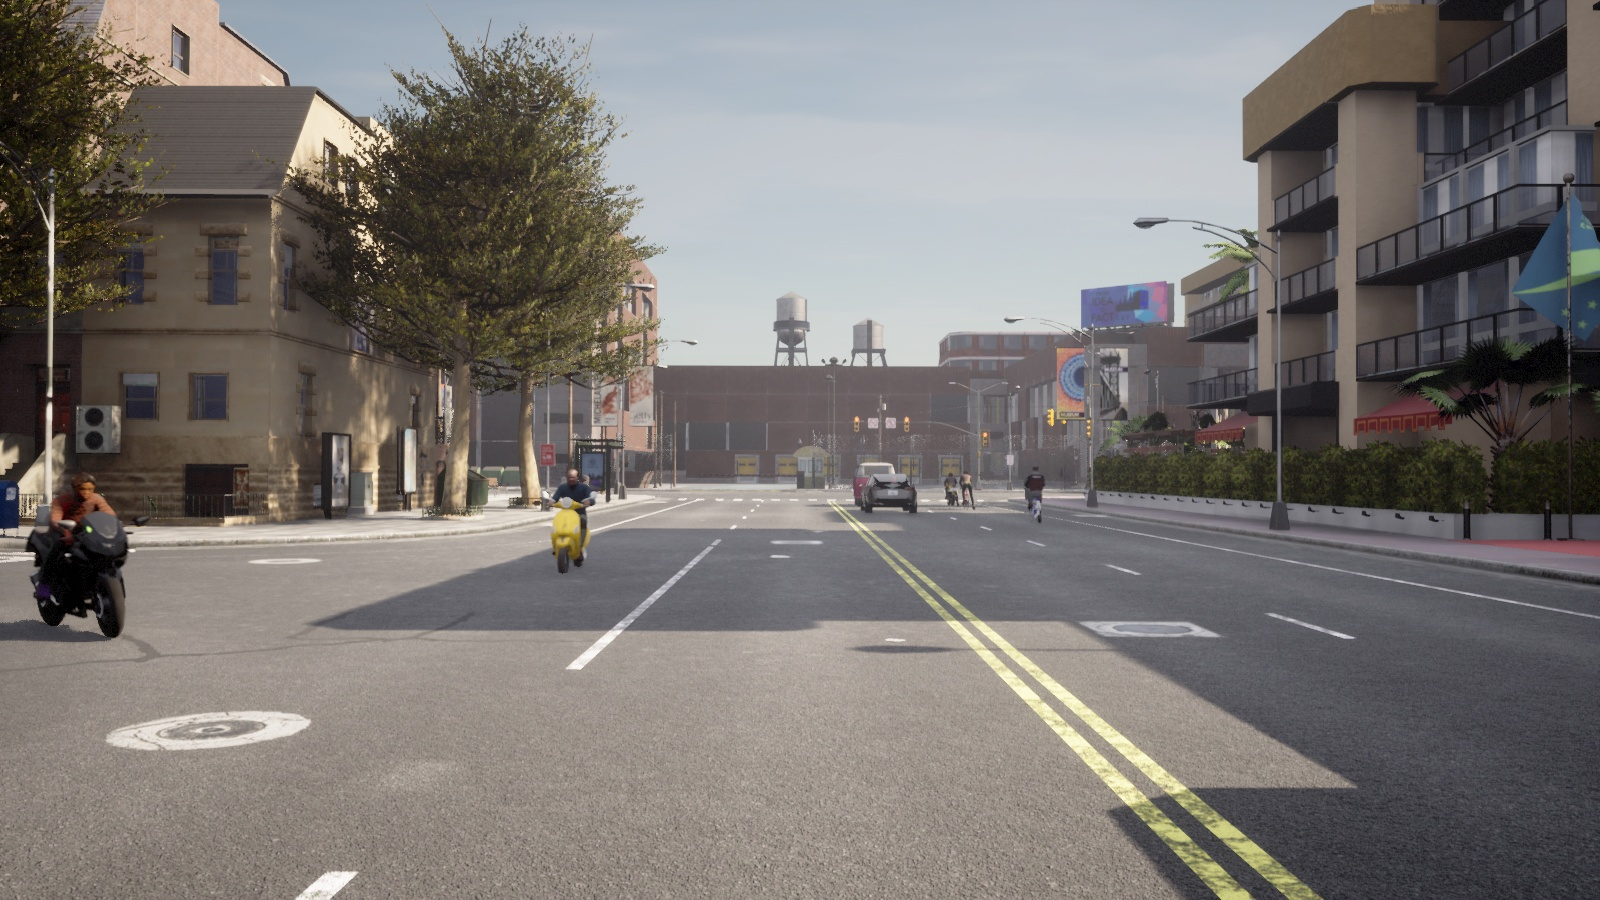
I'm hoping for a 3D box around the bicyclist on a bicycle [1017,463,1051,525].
[{"bbox_3d":[6.915,1.283,37.136,0.659,1.776,1.843,0,-1,0],"label":"bicyclist on a bicycle"}]

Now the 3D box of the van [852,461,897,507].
[{"bbox_3d":[3.369,1.517,57.213,1.775,1.987,4.442,0,-1,0],"label":"van"}]

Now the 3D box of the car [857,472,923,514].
[{"bbox_3d":[3.391,1.612,48.182,2.163,1.488,4.792,0,-1,0],"label":"car"}]

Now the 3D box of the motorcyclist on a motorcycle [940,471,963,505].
[{"bbox_3d":[6.874,1.730,57.068,0.797,1.523,2.044,0,-1,0],"label":"motorcyclist on a motorcycle"}]

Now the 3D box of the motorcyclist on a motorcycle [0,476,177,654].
[{"bbox_3d":[-6.767,1.024,11.892,2.044,1.523,0.797,-1,0,41],"label":"motorcyclist on a motorcycle"}]

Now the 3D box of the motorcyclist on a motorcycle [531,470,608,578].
[{"bbox_3d":[-3.544,1.110,19.483,0.866,1.590,1.817,0,-1,0],"label":"motorcyclist on a motorcycle"}]
